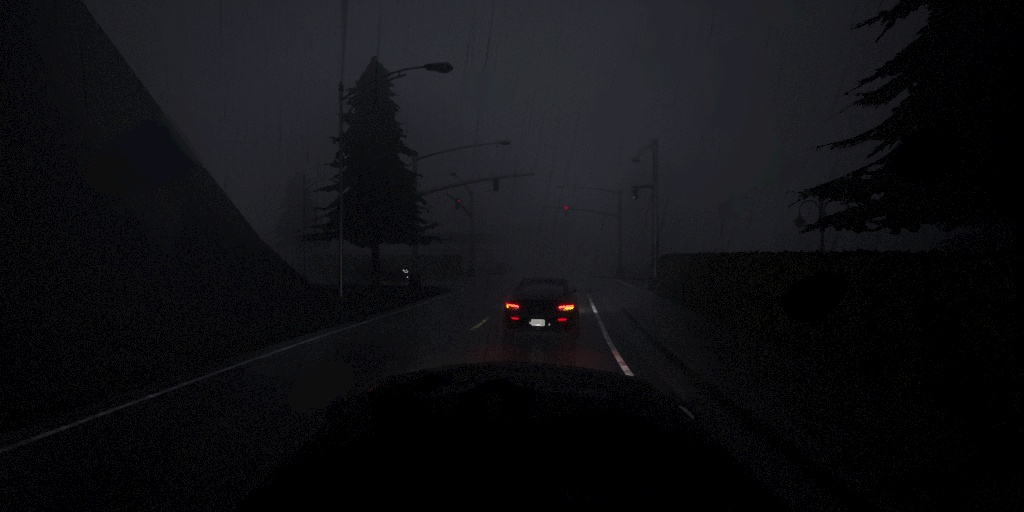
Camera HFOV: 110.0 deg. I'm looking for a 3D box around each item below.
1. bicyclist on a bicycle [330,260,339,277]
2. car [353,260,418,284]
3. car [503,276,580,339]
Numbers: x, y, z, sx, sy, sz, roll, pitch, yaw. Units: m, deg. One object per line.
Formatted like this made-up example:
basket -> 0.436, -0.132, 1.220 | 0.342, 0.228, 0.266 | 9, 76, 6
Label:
bicyclist on a bicycle -> -17.376, 1.202, 35.307 | 0.582, 1.620, 1.656 | 0, 0, 8
car -> -9.426, 1.101, 26.976 | 4.553, 1.767, 2.097 | 0, 0, 9
car -> 0.916, 1.275, 10.034 | 1.812, 1.442, 4.674 | 0, 0, 9
